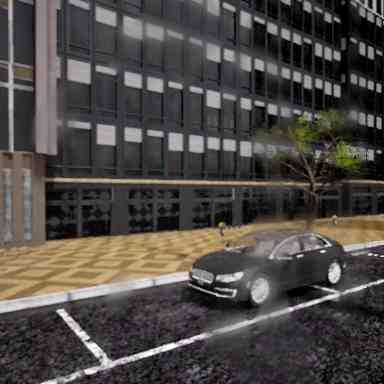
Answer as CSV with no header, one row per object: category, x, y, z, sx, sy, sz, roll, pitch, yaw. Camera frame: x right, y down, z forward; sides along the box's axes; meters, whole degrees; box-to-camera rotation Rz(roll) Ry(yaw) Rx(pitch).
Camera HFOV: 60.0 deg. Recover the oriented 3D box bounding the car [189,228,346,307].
car,1.960,1.593,7.970,4.403,1.369,2.008,0,-1,-36
